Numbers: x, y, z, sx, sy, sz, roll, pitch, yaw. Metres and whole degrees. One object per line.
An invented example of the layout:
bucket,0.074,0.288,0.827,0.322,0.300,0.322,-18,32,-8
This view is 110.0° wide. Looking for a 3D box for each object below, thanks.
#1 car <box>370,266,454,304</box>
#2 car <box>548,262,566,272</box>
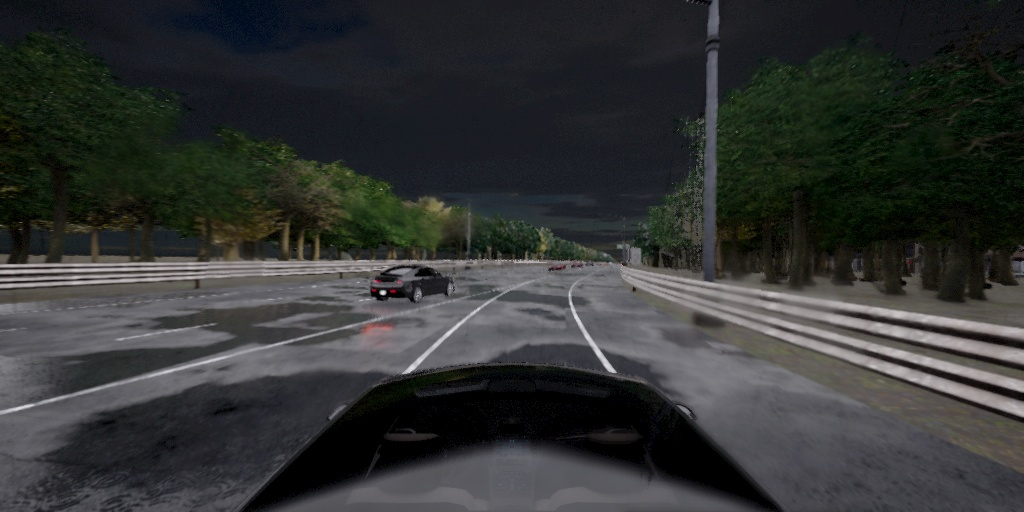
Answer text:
car,-4.277,1.183,16.137,1.837,1.490,4.892,1,0,17
car,6.582,1.529,51.673,1.895,1.301,4.718,1,0,17
